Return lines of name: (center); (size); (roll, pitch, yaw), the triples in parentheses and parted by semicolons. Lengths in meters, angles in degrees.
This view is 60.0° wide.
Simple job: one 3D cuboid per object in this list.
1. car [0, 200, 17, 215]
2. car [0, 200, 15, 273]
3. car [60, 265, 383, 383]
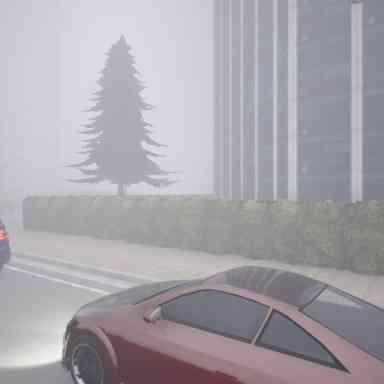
car: (-20.375, 1.560, 33.237); (1.837, 1.490, 4.892); (0, 0, 35)
car: (-7.160, 1.221, 9.062); (5.566, 2.045, 2.150); (0, 0, 35)
car: (0.451, 1.564, 3.671); (4.181, 1.385, 1.994); (0, 0, 35)
